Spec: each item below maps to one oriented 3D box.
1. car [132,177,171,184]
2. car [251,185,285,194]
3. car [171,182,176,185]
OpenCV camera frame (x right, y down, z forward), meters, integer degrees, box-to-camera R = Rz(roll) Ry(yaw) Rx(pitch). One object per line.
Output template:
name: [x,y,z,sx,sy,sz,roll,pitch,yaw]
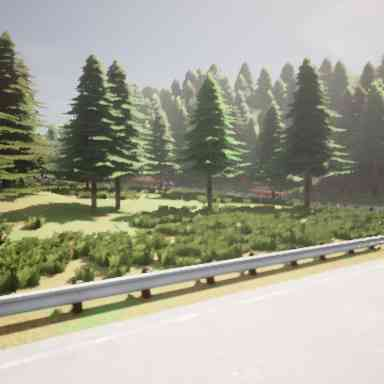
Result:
car: [-6.056,-1.383,47.283,5.008,1.535,1.882,5,1,11]
car: [9.676,0.090,42.094,4.553,1.767,2.097,6,4,35]
car: [-4.013,-0.963,50.400,4.718,1.301,1.895,5,1,9]
